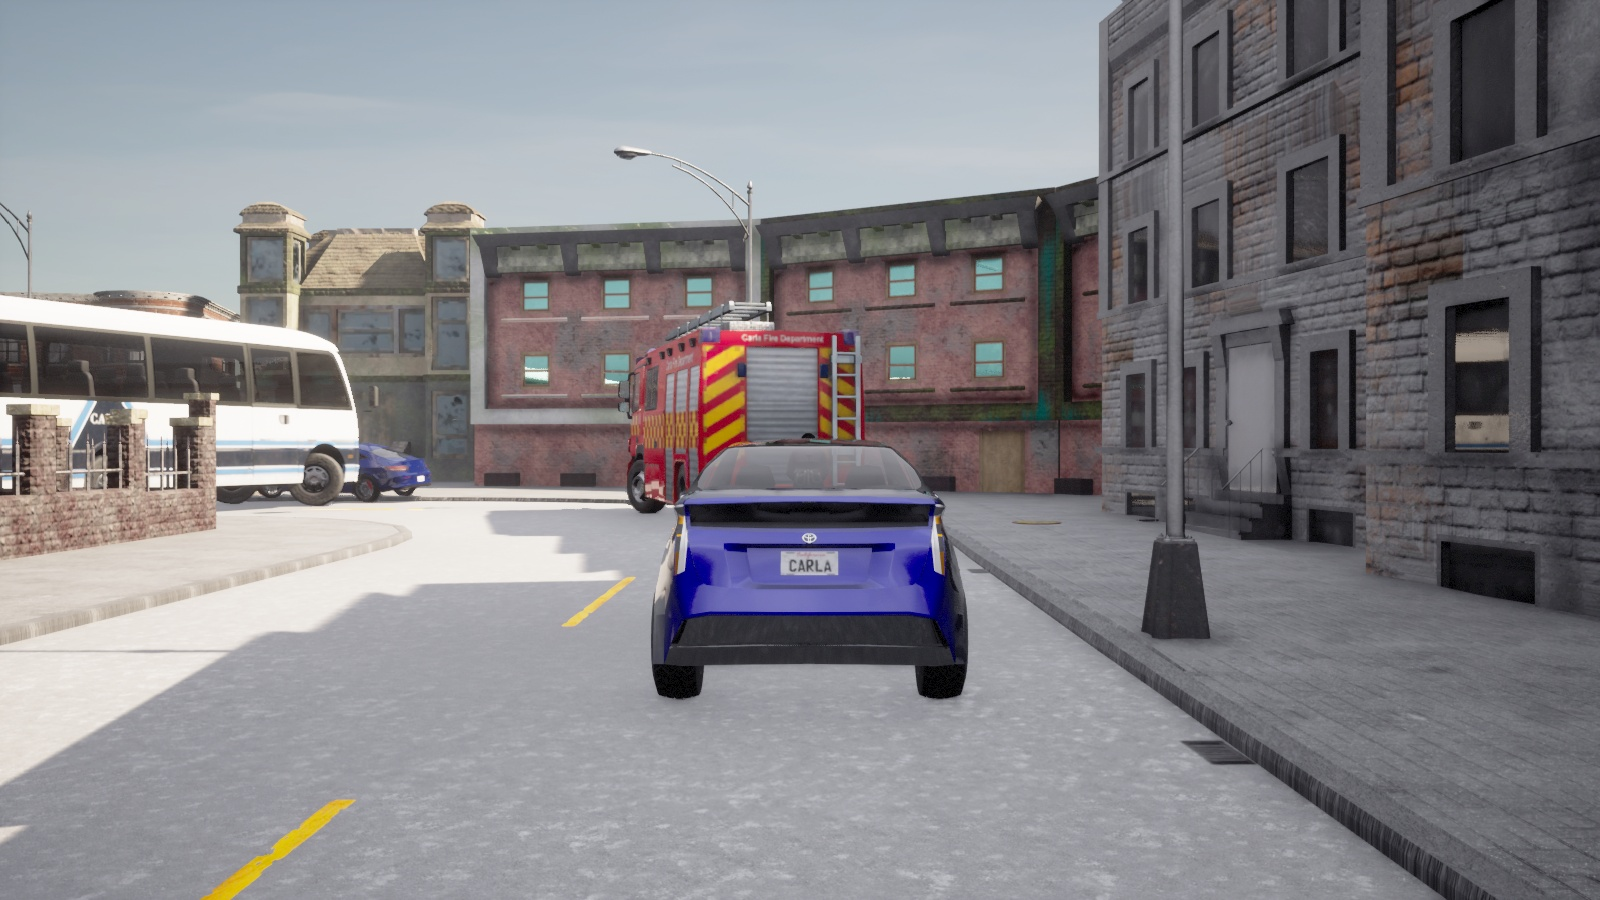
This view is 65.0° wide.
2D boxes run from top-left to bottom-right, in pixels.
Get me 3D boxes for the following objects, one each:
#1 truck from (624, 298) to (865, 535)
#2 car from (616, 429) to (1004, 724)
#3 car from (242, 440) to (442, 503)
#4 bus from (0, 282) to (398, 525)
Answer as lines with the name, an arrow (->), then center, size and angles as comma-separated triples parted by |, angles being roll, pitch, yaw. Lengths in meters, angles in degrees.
truck -> -1.452, -0.562, 24.701 | 2.891, 3.827, 8.468 | 0, 0, -16
car -> 0.064, 0.644, 8.761 | 2.007, 1.525, 4.514 | 0, 0, 0
car -> -11.868, 0.519, 32.571 | 4.674, 1.442, 1.812 | 1, 3, 16
bus -> -13.859, -0.816, 27.513 | 3.944, 4.253, 10.273 | 0, 0, 22
